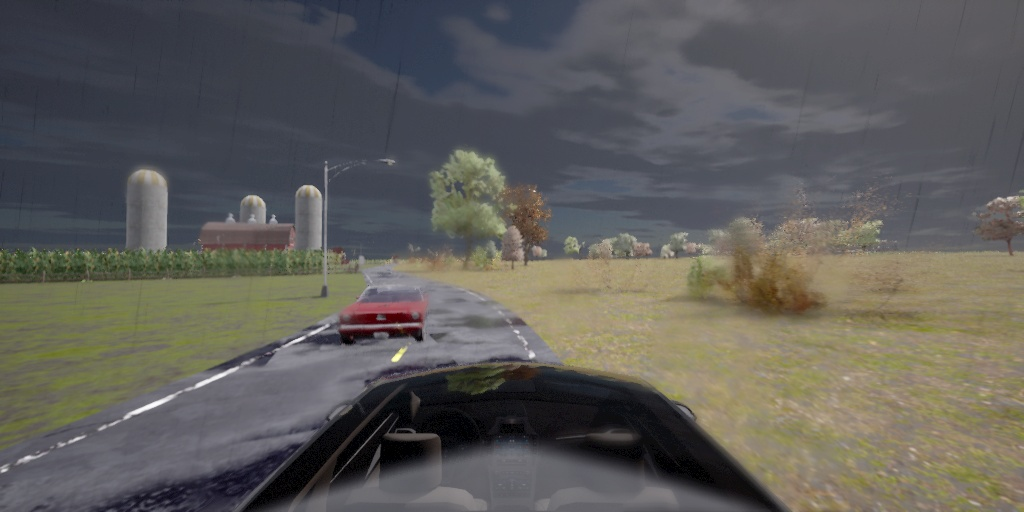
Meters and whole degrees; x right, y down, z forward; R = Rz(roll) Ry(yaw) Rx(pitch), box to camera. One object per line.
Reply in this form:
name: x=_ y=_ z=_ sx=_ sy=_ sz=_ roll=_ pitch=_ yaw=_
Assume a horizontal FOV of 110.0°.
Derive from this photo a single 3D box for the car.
car: x=-3.312 y=1.446 z=9.998 sx=1.895 sy=1.301 sz=4.718 roll=0 pitch=-1 yaw=-12
